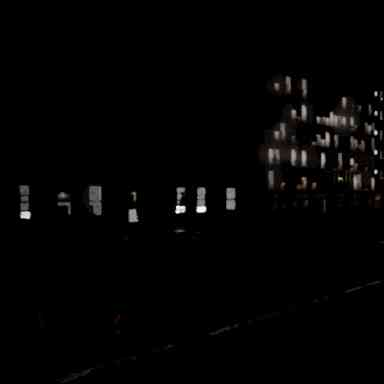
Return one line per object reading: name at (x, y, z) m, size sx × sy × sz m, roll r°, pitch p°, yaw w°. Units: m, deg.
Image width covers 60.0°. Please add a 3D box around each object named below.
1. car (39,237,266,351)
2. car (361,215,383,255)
car at (-0.470, 1.584, 6.231) m, size 4.313 × 1.339 × 1.947 m, roll 0°, pitch 0°, yaw -36°
car at (8.521, 1.399, 12.649) m, size 5.009 × 1.841 × 2.192 m, roll 0°, pitch 0°, yaw -36°
